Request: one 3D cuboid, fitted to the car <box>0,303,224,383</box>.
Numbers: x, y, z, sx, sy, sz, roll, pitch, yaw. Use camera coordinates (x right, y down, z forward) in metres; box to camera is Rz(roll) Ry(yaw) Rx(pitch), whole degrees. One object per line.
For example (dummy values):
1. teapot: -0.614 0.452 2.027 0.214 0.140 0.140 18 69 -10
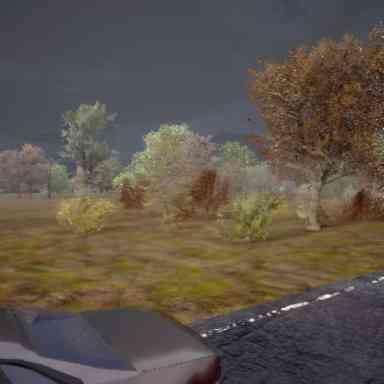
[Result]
1. car: -2.189 1.547 1.816 5.357 1.411 2.033 0 0 -36
